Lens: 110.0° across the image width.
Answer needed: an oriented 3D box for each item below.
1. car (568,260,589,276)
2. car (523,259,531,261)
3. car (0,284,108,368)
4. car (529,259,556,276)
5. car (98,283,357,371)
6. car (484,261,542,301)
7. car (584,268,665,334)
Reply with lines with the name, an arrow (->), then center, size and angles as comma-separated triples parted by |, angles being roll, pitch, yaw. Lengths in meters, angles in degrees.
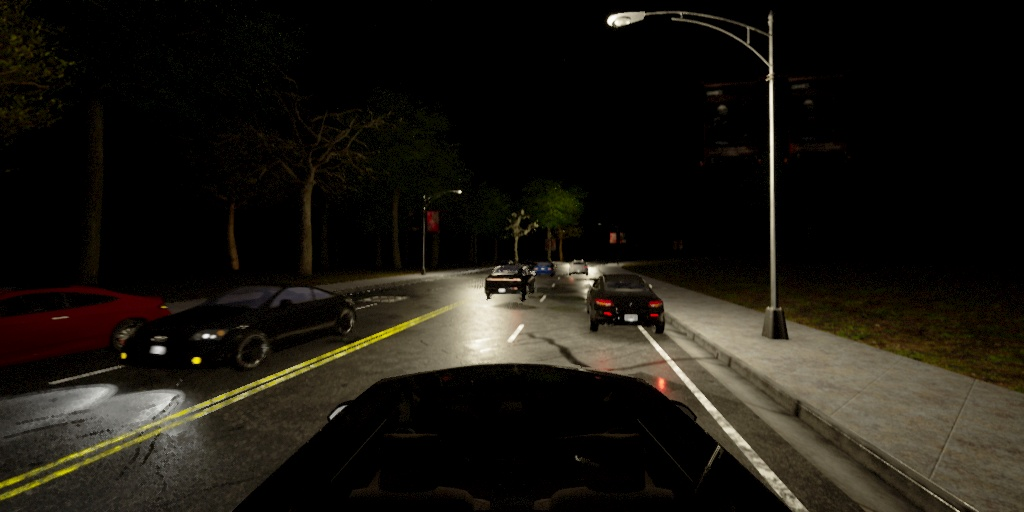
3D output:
car -> 6.655, 1.190, 35.815 | 1.812, 1.442, 4.674 | 0, 0, 11
car -> 2.074, 1.161, 46.940 | 1.812, 1.442, 4.674 | 0, 0, 12
car -> -8.800, 1.257, 6.163 | 1.812, 1.442, 4.674 | 0, 0, 10
car -> 3.248, 1.210, 34.996 | 2.033, 1.411, 5.357 | 0, 0, 10
car -> -5.233, 1.292, 7.616 | 1.994, 1.385, 4.181 | 0, 0, 10
car -> 0.025, 1.195, 17.260 | 2.128, 1.511, 4.902 | 0, 0, 10
car -> 3.165, 1.251, 10.555 | 1.812, 1.442, 4.674 | 0, 0, 10
